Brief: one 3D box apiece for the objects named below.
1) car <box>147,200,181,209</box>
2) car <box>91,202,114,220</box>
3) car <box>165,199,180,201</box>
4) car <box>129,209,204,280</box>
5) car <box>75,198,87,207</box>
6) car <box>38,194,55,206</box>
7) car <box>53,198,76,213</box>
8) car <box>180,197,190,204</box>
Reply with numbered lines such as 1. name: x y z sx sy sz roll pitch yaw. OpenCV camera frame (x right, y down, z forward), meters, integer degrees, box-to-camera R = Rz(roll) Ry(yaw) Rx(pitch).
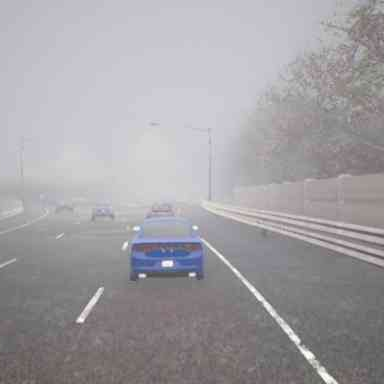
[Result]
1. car: -2.161 1.544 23.174 2.128 1.511 4.902 0 0 -6
2. car: -7.891 1.620 29.350 2.033 1.411 5.357 0 0 -16
3. car: -3.291 1.653 48.514 2.033 1.411 5.357 0 0 2
4. car: -0.788 1.500 10.134 1.882 1.535 5.008 0 0 -5
5. car: -18.249 1.628 53.489 2.128 1.511 4.902 0 0 -30
6. car: -25.899 1.380 59.154 2.150 2.045 5.566 0 0 -34
7. car: -15.080 1.703 39.201 1.895 1.301 4.718 0 0 -22
8. car: -1.523 1.756 68.644 1.895 1.301 4.718 0 0 7
